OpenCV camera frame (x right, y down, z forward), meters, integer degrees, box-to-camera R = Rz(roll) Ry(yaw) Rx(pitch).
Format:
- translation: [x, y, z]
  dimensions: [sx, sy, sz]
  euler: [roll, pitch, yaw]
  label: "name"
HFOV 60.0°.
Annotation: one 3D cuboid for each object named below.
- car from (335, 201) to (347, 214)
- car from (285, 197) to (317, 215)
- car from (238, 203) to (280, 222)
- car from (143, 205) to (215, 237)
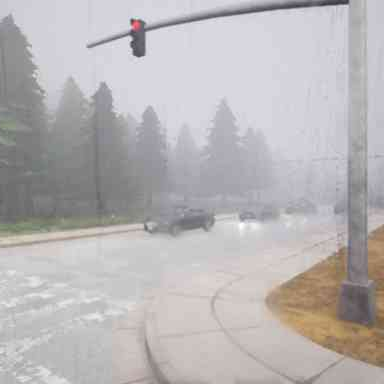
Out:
- translation: [16.590, 1.587, 35.277]
  dimensions: [1.994, 1.385, 4.181]
  euler: [0, 0, 37]
  label: "car"
- translation: [11.293, 1.372, 34.366]
  dimensions: [2.097, 1.767, 4.553]
  euler: [0, 0, 35]
  label: "car"
- translation: [5.343, 1.584, 26.314]
  dimensions: [1.994, 1.385, 4.181]
  euler: [0, 0, 37]
  label: "car"
- translation: [-0.581, 1.511, 18.328]
  dimensions: [2.128, 1.511, 4.902]
  euler: [0, 0, 37]
  label: "car"
